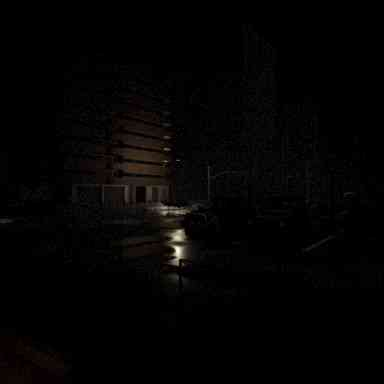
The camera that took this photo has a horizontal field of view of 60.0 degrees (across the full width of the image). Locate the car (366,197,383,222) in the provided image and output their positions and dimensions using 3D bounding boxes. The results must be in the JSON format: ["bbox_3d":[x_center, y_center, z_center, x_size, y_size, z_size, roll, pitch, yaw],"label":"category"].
[{"bbox_3d":[15.862,1.395,27.342,1.970,1.475,3.806,0,0,34],"label":"car"}]

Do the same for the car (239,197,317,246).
[{"bbox_3d":[3.839,1.156,14.386,1.905,1.878,3.866,0,0,34],"label":"car"}]

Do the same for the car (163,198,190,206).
[{"bbox_3d":[-2.518,1.601,54.232,1.895,1.301,4.718,0,0,34],"label":"car"}]

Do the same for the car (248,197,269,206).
[{"bbox_3d":[11.135,1.526,55.499,1.812,1.442,4.674,0,0,34],"label":"car"}]

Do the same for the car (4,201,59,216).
[{"bbox_3d":[-16.250,1.601,33.879,1.895,1.301,4.718,0,0,34],"label":"car"}]

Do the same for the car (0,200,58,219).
[{"bbox_3d":[-14.809,1.477,29.746,1.882,1.535,5.008,0,0,34],"label":"car"}]

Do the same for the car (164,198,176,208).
[{"bbox_3d":[-2.254,1.564,48.411,1.994,1.385,4.181,0,0,34],"label":"car"}]

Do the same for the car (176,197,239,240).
[{"bbox_3d":[1.471,1.153,16.052,1.932,1.855,4.605,0,0,34],"label":"car"}]
